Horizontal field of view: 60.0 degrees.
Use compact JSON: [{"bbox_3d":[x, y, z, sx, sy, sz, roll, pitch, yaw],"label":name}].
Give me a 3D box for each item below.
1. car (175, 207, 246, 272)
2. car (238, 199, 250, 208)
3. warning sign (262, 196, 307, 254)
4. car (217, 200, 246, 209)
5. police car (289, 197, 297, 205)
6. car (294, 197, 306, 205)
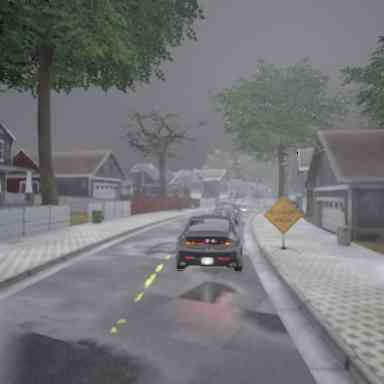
[{"bbox_3d":[0.632,1.460,10.683,1.837,1.490,4.892,0,0,6],"label":"car"},{"bbox_3d":[7.862,1.839,52.357,1.812,1.442,4.674,0,-1,23],"label":"car"},{"bbox_3d":[3.093,1.069,11.284,1.300,1.860,1.060,-1,-1,5],"label":"warning sign"},{"bbox_3d":[2.708,1.544,25.310,2.033,1.411,5.357,0,0,12],"label":"car"},{"bbox_3d":[23.525,2.292,76.578,1.930,1.638,5.238,0,-2,27],"label":"police car"},{"bbox_3d":[27.870,2.360,85.558,2.150,2.045,5.566,0,-2,25],"label":"car"}]
